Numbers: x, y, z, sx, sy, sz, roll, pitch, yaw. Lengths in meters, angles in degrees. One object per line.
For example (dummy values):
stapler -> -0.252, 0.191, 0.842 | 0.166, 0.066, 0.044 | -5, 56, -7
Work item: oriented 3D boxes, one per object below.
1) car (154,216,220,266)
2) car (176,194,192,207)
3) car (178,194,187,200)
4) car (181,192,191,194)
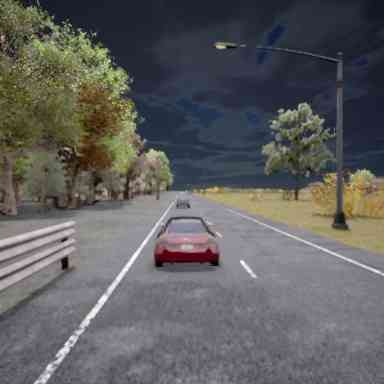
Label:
car -> -0.199, 1.520, 11.390 | 1.994, 1.385, 4.181 | 0, 0, -2
car -> -1.206, 1.339, 45.557 | 2.033, 1.411, 5.357 | 0, 0, -2
car -> -2.252, 1.146, 81.140 | 2.033, 1.411, 5.357 | 0, 0, -2
car -> -1.649, 1.265, 60.634 | 2.033, 1.411, 5.357 | 0, 0, -2
